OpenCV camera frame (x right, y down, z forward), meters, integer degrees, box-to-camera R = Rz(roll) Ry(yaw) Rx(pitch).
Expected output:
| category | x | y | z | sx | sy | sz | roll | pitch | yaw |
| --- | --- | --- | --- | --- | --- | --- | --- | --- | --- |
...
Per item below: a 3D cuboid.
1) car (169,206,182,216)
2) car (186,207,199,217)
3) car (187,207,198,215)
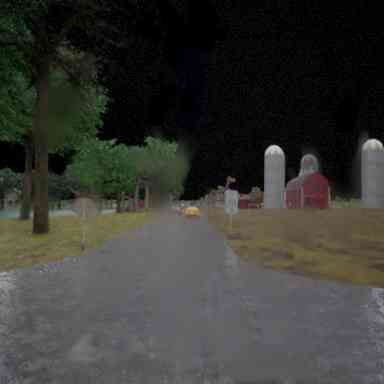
| category | x | y | z | sx | sy | sz | roll | pitch | yaw |
| --- | --- | --- | --- | --- | --- | --- | --- | --- | --- |
| car | -2.681 | 3.106 | 54.669 | 1.882 | 1.535 | 5.008 | 1 | -2 | 0 |
| car | 0.065 | 2.982 | 50.080 | 1.882 | 1.535 | 5.008 | 1 | -2 | 0 |
| car | 0.072 | 3.495 | 60.520 | 1.895 | 1.301 | 4.718 | 1 | -2 | 0 |
